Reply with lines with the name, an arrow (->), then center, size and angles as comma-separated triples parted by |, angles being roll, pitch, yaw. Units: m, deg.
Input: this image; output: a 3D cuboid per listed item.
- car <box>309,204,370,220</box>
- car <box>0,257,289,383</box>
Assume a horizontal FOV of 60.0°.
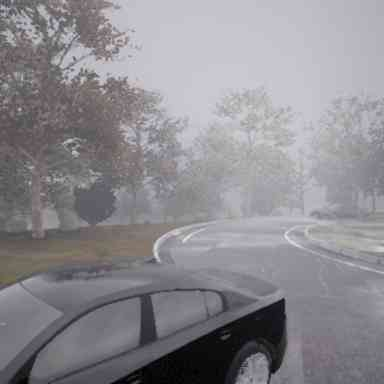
car -> 13.315, 1.751, 29.918 | 5.357, 1.411, 2.033 | 0, 0, -18
car -> -1.071, 1.484, 3.112 | 5.008, 1.535, 1.882 | 1, 1, -42
